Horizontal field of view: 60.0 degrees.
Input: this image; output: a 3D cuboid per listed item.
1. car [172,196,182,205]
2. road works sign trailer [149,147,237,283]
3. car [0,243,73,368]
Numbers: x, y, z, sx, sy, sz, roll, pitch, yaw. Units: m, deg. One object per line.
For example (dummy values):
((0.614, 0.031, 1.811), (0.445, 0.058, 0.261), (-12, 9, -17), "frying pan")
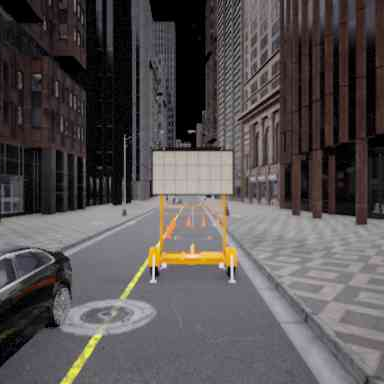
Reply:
((-2.848, 1.605, 63.671), (2.128, 1.511, 4.902), (0, 0, 0), "car")
((0.024, 0.502, 9.795), (2.380, 3.560, 2.880), (0, 0, 0), "road works sign trailer")
((-3.088, 1.510, 4.211), (2.128, 1.511, 4.902), (0, 0, 0), "car")
